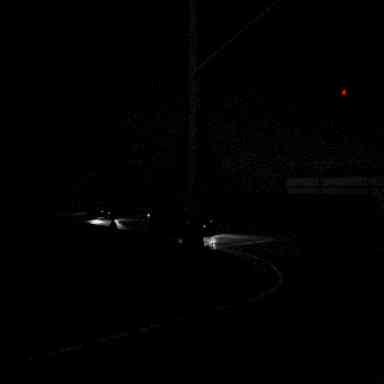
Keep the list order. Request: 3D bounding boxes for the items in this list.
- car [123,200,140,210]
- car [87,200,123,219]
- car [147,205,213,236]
[{"bbox_3d":[-8.483,1.600,40.061,1.895,1.301,4.718,0,0,29],"label":"car"},{"bbox_3d":[-7.913,1.506,29.100,1.837,1.490,4.892,0,0,-29],"label":"car"},{"bbox_3d":[-0.794,1.505,18.833,1.837,1.490,4.892,0,0,-36],"label":"car"}]
